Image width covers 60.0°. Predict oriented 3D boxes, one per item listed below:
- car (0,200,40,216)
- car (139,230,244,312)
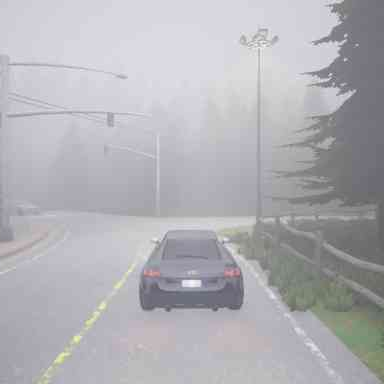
[{"bbox_3d":[-17.064,1.526,32.839,4.674,1.442,1.812,0,0,30],"label":"car"},{"bbox_3d":[-0.030,1.564,7.803,1.994,1.385,4.181,0,0,-1],"label":"car"}]
